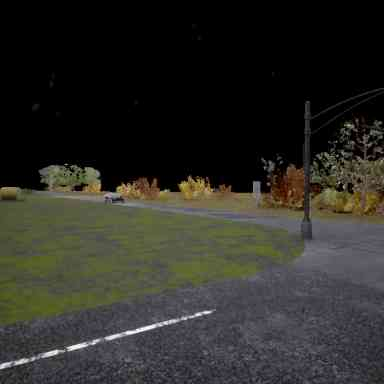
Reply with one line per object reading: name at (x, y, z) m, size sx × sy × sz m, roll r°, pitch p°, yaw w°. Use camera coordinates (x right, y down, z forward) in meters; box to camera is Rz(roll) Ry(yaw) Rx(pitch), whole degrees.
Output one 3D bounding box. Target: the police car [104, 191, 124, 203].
police car at (-11.649, 0.744, 49.739) m, size 1.930 × 1.638 × 5.238 m, roll 1°, pitch 0°, yaw -32°
